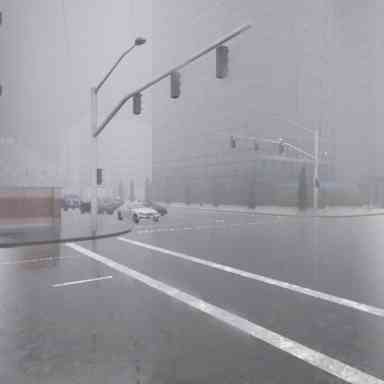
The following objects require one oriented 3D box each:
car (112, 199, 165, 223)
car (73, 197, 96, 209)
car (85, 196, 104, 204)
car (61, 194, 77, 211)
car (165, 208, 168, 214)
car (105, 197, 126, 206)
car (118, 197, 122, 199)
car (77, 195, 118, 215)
[{"bbox_3d":[-4.294,1.526,25.887,1.812,1.442,4.674,0,0,-36],"label":"car"},{"bbox_3d":[-15.406,1.526,47.447,1.812,1.442,4.674,0,0,-35],"label":"car"},{"bbox_3d":[-19.014,1.492,64.832,2.128,1.511,4.902,0,0,-36],"label":"car"},{"bbox_3d":[-15.112,1.221,41.003,2.150,2.045,5.566,0,0,-36],"label":"car"},{"bbox_3d":[-4.402,1.547,32.049,2.033,1.411,5.357,0,0,-36],"label":"car"},{"bbox_3d":[-13.048,1.526,56.497,1.812,1.442,4.674,0,0,-36],"label":"car"},{"bbox_3d":[-9.779,1.352,39.563,2.097,1.767,4.553,0,0,-36],"label":"car"},{"bbox_3d":[-9.518,1.352,33.187,2.097,1.767,4.553,0,0,-36],"label":"car"}]
